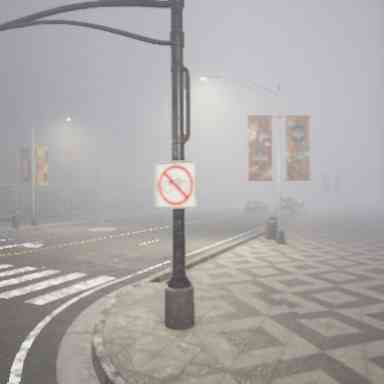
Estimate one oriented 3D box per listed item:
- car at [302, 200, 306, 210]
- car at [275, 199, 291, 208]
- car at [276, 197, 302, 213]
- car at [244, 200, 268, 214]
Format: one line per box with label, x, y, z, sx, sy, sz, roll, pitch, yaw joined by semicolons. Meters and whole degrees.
car;16.666;1.931;52.073;2.128;1.511;4.902;-1;-1;25
car;15.940;2.021;57.897;1.837;1.490;4.892;-1;-1;25
car;12.260;1.597;42.694;2.150;2.045;5.566;-1;-1;26
car;7.963;1.753;41.070;2.097;1.767;4.553;-1;-1;25
